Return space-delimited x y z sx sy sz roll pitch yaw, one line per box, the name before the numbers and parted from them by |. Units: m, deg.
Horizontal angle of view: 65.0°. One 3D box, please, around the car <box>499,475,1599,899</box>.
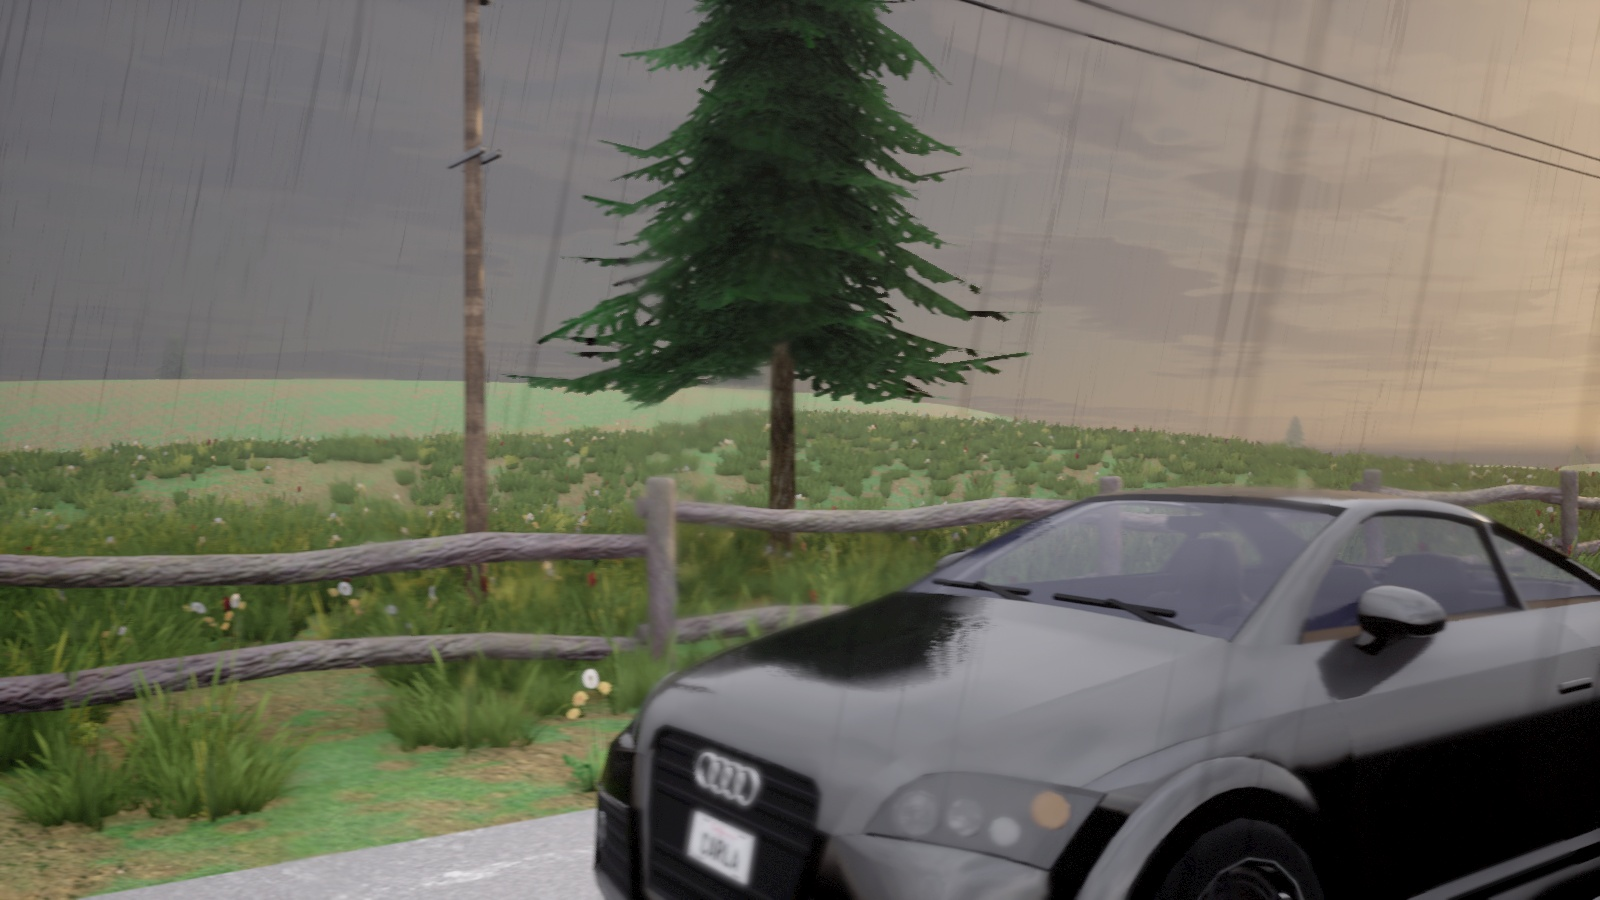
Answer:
car | 1.361 0.816 4.240 4.181 1.385 1.994 0 0 -35
